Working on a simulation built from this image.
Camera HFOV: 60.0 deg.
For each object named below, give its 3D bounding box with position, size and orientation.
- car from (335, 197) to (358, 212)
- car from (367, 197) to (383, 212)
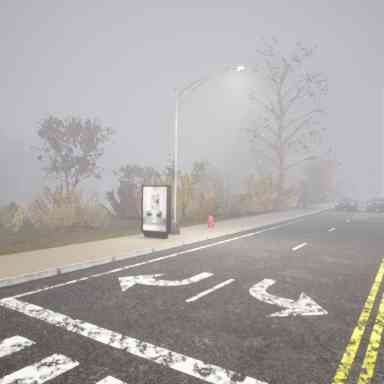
[{"bbox_3d":[18.550,1.390,39.865,2.097,1.767,4.553,0,0,30],"label":"car"},{"bbox_3d":[21.360,1.393,38.233,2.097,1.767,4.553,0,0,30],"label":"car"}]
